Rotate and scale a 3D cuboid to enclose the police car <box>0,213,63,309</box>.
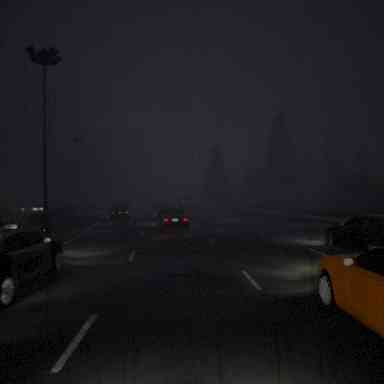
[{"bbox_3d":[-4.741,1.551,8.221,1.930,1.638,5.238,-1,0,-3],"label":"police car"}]

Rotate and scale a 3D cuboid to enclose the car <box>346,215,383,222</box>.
[{"bbox_3d":[6.610,1.545,12.096,1.812,1.442,4.674,0,0,-5],"label":"car"}]

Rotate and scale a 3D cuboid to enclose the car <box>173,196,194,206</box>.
[{"bbox_3d":[-1.392,1.667,52.285,2.150,2.045,5.566,0,-1,-19],"label":"car"}]

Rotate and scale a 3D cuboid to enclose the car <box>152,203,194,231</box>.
[{"bbox_3d":[-1.402,1.749,22.397,2.033,1.411,5.357,-1,0,-10],"label":"car"}]

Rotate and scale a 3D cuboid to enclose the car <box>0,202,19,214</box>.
[{"bbox_3d":[-17.262,1.928,29.352,1.882,1.535,5.008,0,0,-12],"label":"car"}]

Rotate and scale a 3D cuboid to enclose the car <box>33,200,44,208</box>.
[{"bbox_3d":[-31.555,2.396,68.275,2.128,1.511,4.902,0,-1,-28],"label":"car"}]

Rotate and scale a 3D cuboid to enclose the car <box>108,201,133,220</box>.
[{"bbox_3d":[-6.851,1.891,31.681,2.033,1.411,5.357,-1,0,-12],"label":"car"}]

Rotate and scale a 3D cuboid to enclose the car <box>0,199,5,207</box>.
[{"bbox_3d":[-41.005,2.311,70.617,2.128,1.511,4.902,0,-1,-32],"label":"car"}]

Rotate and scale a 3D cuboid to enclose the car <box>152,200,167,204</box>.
[{"bbox_3d":[-4.988,1.990,51.739,1.837,1.490,4.892,0,0,-19],"label":"car"}]

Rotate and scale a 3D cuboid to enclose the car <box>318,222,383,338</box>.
[{"bbox_3d":[3.563,1.476,4.918,1.882,1.535,5.008,0,0,-1],"label":"car"}]

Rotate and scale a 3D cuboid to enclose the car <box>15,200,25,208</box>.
[{"bbox_3d":[-34.793,2.405,66.896,1.812,1.442,4.674,0,-1,-28],"label":"car"}]
